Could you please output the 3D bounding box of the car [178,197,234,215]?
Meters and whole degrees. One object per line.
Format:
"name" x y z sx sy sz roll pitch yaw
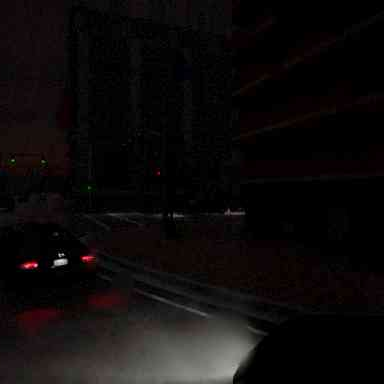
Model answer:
"car" 1.470 1.560 34.348 4.892 1.490 1.837 0 0 -23

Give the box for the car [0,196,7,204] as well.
"car" -36.377 1.540 62.673 2.033 1.411 5.357 0 0 -23

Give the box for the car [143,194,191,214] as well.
"car" -2.521 1.277 36.480 5.566 2.045 2.150 0 0 -23

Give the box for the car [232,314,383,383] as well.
"car" 2.881 1.547 2.011 5.357 1.411 2.033 0 0 35

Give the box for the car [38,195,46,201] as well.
"car" -37.091 1.540 82.286 2.033 1.411 5.357 0 0 -23

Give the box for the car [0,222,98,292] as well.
"car" -4.374 1.548 9.070 2.033 1.411 5.357 0 0 -39

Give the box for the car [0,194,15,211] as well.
"car" -22.819 1.220 40.104 2.150 2.045 5.566 0 0 -24

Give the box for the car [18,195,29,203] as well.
"car" -36.593 1.478 72.146 1.882 1.535 5.008 0 0 -23

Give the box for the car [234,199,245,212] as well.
"car" 6.629 1.560 40.281 4.892 1.490 1.837 0 0 -23
